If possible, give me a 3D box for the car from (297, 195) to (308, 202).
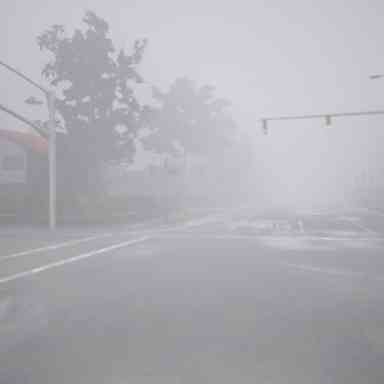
[{"bbox_3d":[22.813,1.284,68.579,1.812,1.442,4.674,-1,0,17],"label":"car"}]
